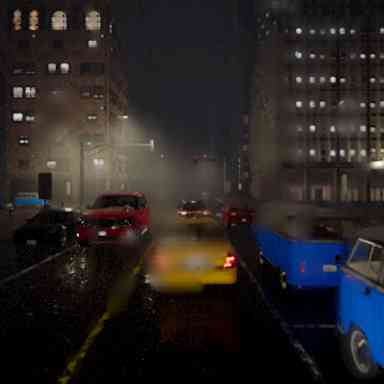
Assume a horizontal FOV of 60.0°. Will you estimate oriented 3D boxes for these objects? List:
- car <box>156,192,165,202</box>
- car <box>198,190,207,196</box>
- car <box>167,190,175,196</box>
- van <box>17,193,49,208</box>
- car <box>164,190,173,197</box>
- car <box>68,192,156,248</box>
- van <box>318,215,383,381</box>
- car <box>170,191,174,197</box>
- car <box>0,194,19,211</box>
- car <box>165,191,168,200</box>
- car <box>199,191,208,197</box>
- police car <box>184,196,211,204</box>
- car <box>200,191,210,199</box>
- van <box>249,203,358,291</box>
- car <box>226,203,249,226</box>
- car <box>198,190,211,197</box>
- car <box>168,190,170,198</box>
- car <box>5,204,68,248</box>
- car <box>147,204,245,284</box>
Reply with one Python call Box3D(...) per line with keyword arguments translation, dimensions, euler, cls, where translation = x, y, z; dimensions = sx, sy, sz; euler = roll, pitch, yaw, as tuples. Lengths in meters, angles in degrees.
Box3D(translation=(-5.683, 0.894, 51.960), dimensions=(1.802, 1.307, 4.206), euler=(1, 1, 0), cls="car")
Box3D(translation=(2.698, 0.274, 85.864), dimensions=(1.967, 1.590, 4.097), euler=(1, 1, 0), cls="car")
Box3D(translation=(-5.684, 0.281, 91.347), dimensions=(1.752, 1.417, 4.829), euler=(1, 1, 0), cls="car")
Box3D(translation=(-19.737, 0.991, 40.830), dimensions=(3.998, 1.788, 1.690), euler=(0, 0, 1), cls="van")
Box3D(translation=(-5.682, 0.354, 80.213), dimensions=(1.967, 1.590, 4.097), euler=(1, 1, 0), cls="car")
Box3D(translation=(-3.035, 1.039, 14.109), dimensions=(2.150, 2.045, 5.566), euler=(0, 0, 1), cls="car")
Box3D(translation=(2.703, 1.304, 2.787), dimensions=(1.690, 1.788, 3.998), euler=(1, 1, 0), cls="van")
Box3D(translation=(-5.683, 0.544, 74.564), dimensions=(2.008, 1.369, 4.403), euler=(1, 1, 0), cls="car")
Box3D(translation=(-19.845, 1.196, 32.450), dimensions=(4.403, 1.369, 2.008), euler=(0, 0, 1), cls="car")
Box3D(translation=(-5.680, 0.673, 57.611), dimensions=(1.967, 1.590, 4.097), euler=(1, 1, 0), cls="car")
Box3D(translation=(2.697, 0.464, 80.214), dimensions=(2.008, 1.369, 4.403), euler=(1, 1, 0), cls="car")
Box3D(translation=(0.103, 1.250, 19.444), dimensions=(2.038, 1.542, 4.974), euler=(0, 1, 0), cls="police car")
Box3D(translation=(2.698, 0.618, 68.912), dimensions=(1.887, 1.381, 4.507), euler=(1, 1, 0), cls="car")
Box3D(translation=(2.703, 1.232, 8.364), dimensions=(1.690, 1.788, 3.998), euler=(1, 1, 0), cls="van")
Box3D(translation=(2.700, 1.289, 19.519), dimensions=(1.887, 1.381, 4.507), euler=(1, 1, 0), cls="car")
Box3D(translation=(2.698, 0.703, 63.262), dimensions=(2.008, 1.369, 4.403), euler=(1, 1, 0), cls="car")
Box3D(translation=(-5.683, 0.735, 63.263), dimensions=(1.802, 1.307, 4.206), euler=(1, 1, 0), cls="car")
Box3D(translation=(-5.681, 1.384, 13.948), dimensions=(1.947, 1.339, 4.313), euler=(1, 1, 0), cls="car")
Box3D(translation=(0.097, 1.337, 9.125), dimensions=(1.801, 1.575, 5.366), euler=(0, 1, 0), cls="car")
